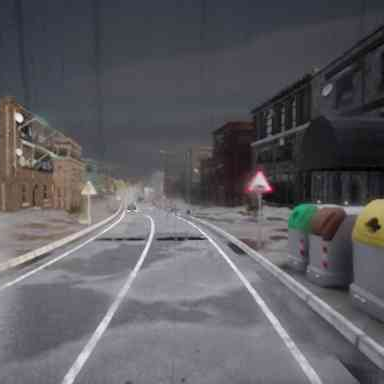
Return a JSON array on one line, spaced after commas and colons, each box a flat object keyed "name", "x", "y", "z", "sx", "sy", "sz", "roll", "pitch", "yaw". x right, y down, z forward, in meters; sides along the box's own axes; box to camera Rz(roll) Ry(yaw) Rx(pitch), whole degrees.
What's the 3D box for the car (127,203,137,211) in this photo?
[{"name": "car", "x": -12.765, "y": 3.156, "z": 70.704, "sx": 1.837, "sy": 1.490, "sz": 4.892, "roll": 0, "pitch": -1, "yaw": -11}]
